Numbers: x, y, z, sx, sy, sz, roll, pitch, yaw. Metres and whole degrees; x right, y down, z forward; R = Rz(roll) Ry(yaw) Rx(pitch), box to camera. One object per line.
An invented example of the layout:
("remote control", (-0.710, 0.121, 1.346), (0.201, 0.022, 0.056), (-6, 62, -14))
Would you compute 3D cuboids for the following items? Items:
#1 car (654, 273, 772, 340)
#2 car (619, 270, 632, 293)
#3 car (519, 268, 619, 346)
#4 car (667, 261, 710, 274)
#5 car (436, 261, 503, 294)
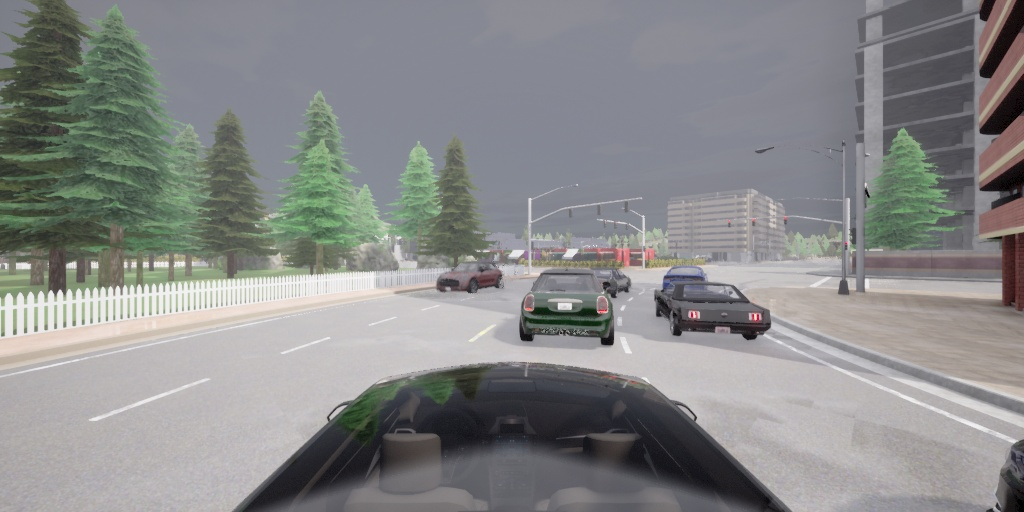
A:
("car", (5.216, 1.351, 10.072), (1.895, 1.301, 4.718), (0, 0, 14))
("car", (4.807, 1.297, 18.532), (2.033, 1.411, 5.357), (0, 0, 29))
("car", (1.587, 1.102, 9.768), (2.097, 1.767, 4.553), (0, 0, 12))
("car", (9.062, 1.228, 18.590), (1.882, 1.535, 5.008), (0, 0, 30))
("car", (-2.297, 1.101, 20.353), (2.097, 1.767, 4.553), (0, 0, 26))
